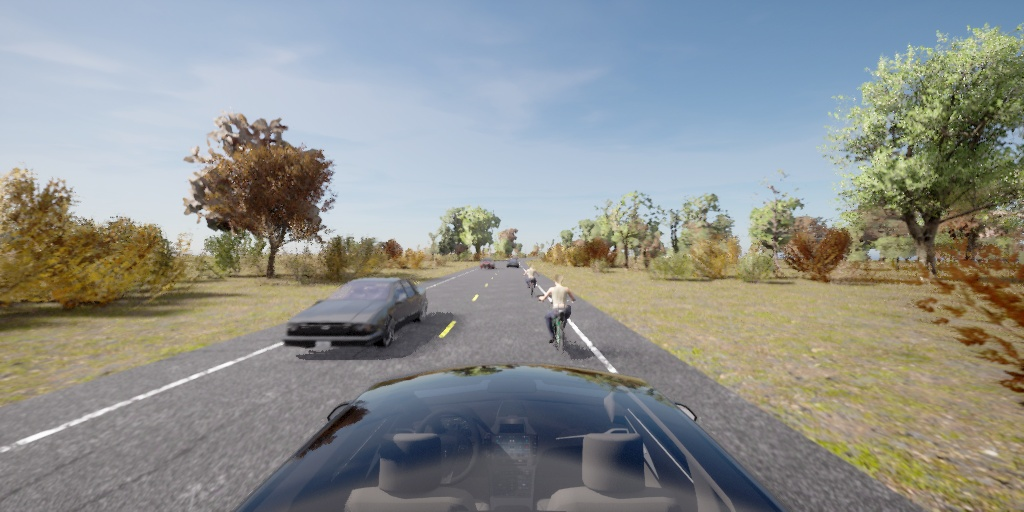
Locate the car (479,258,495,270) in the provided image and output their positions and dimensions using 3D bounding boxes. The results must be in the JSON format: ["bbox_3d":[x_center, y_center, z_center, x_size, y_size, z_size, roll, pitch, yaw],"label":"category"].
[{"bbox_3d":[-3.576,1.066,52.493,2.097,1.767,4.553,0,0,0],"label":"car"}]

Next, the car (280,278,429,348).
[{"bbox_3d":[-3.599,1.298,9.500,2.033,1.411,5.357,0,0,0],"label":"car"}]

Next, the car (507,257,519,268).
[{"bbox_3d":[0.130,1.265,59.584,1.994,1.385,4.181,0,0,-2],"label":"car"}]

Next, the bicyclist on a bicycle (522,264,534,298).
[{"bbox_3d":[0.943,1.184,17.561,0.866,1.612,1.509,0,0,0],"label":"bicyclist on a bicycle"}]

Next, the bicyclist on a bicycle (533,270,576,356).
[{"bbox_3d":[0.985,1.187,7.682,0.866,1.612,1.509,0,0,0],"label":"bicyclist on a bicycle"}]
